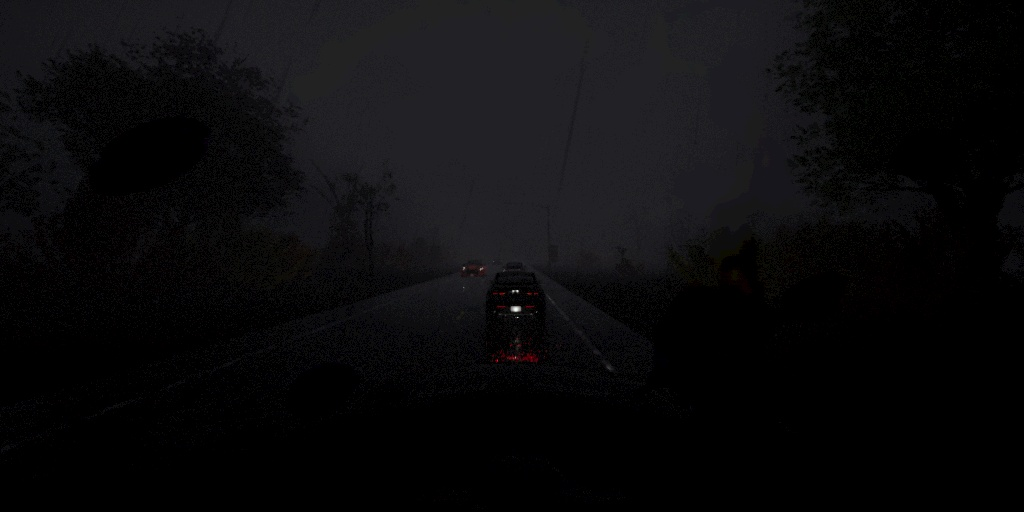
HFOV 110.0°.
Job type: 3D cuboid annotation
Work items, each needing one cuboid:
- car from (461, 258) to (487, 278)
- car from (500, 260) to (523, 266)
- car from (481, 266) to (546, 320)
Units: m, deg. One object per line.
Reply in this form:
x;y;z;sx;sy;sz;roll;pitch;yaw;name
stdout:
-3.479;1.100;33.540;2.097;1.767;4.553;0;0;0;car
0.197;1.253;30.741;1.837;1.490;4.892;0;0;0;car
0.118;1.255;12.606;1.837;1.490;4.892;0;0;0;car
